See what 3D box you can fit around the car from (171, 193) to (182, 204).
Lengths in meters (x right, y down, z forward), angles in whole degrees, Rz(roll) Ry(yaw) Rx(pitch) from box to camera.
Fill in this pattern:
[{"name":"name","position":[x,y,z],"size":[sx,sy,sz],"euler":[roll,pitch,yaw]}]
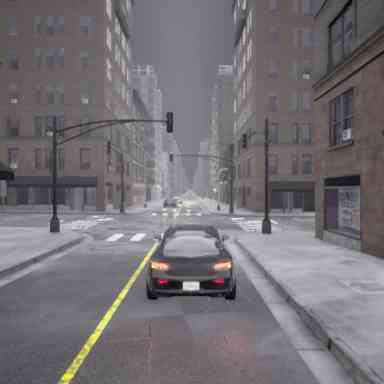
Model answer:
[{"name":"car","position":[-3.178,1.312,64.708],"size":[2.150,2.045,5.566],"euler":[0,0,0]}]

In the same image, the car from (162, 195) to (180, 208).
[{"name":"car","position":[-3.198,1.567,48.558],"size":[1.837,1.490,4.892],"euler":[0,0,0]}]

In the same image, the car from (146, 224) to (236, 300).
[{"name":"car","position":[-0.012,1.526,8.280],"size":[1.812,1.442,4.674],"euler":[0,0,0]}]
